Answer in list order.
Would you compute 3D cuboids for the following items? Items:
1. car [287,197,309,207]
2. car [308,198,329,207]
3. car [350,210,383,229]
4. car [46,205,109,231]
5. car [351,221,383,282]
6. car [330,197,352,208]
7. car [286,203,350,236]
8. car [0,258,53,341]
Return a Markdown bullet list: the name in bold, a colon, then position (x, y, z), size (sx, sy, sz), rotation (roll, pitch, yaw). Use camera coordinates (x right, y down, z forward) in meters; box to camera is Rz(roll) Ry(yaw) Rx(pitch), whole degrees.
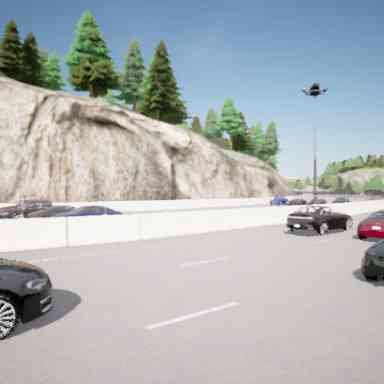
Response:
- **car**: position (17.576, 1.637, 54.994), size (1.994, 1.385, 4.181), rotation (0, 0, 39)
- **car**: position (19.921, 1.631, 52.326), size (1.994, 1.385, 4.181), rotation (0, 0, 39)
- **car**: position (9.802, 1.582, 16.258), size (4.181, 1.385, 1.994), rotation (0, 0, -41)
- **car**: position (-6.636, 1.567, 21.061), size (4.674, 1.442, 1.812), rotation (0, 0, -38)
- **car**: position (6.217, 1.573, 8.680), size (4.181, 1.385, 1.994), rotation (0, 0, -38)
- **car**: position (22.470, 1.566, 49.915), size (1.837, 1.490, 4.892), rotation (0, 0, 39)
- **car**: position (7.222, 1.516, 18.641), size (4.902, 1.511, 2.128), rotation (0, 0, -41)
- **car**: position (-4.669, 1.504, 4.810), size (4.902, 1.511, 2.128), rotation (0, 0, -35)
